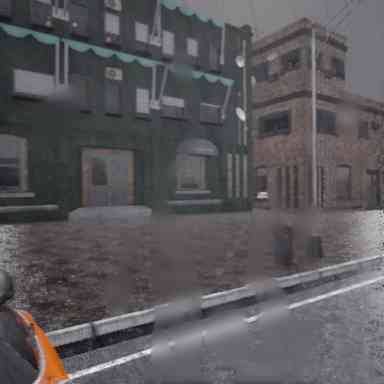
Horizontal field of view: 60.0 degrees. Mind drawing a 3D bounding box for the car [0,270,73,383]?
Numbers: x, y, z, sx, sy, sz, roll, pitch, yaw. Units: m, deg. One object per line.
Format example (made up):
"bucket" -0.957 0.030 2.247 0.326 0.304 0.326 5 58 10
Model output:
"car" -2.821 1.353 1.366 4.553 1.767 2.097 0 0 -35
